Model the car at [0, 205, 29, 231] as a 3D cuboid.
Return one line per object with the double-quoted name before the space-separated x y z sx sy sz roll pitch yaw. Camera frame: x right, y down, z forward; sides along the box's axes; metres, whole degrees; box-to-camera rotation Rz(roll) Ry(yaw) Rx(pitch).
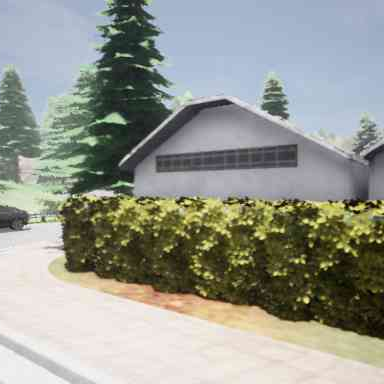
"car" -11.180 1.460 17.768 1.837 1.490 4.892 -1 0 25
